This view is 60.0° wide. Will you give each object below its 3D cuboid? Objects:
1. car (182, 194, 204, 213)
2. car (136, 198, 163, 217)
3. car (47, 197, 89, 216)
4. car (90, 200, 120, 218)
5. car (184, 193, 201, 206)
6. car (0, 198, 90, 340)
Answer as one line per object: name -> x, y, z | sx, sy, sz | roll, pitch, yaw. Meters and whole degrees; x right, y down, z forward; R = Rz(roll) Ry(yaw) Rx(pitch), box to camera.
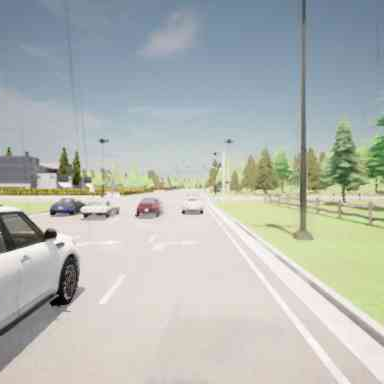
car -> 0.068, 1.135, 30.325 | 1.812, 1.442, 4.674 | 0, 1, 0
car -> -3.396, 1.176, 27.137 | 1.812, 1.442, 4.674 | 0, 1, 0
car -> -10.397, 1.199, 28.294 | 1.994, 1.385, 4.181 | 0, 1, 0
car -> -6.897, 1.269, 25.668 | 1.895, 1.301, 4.718 | 0, 1, 0
car -> 0.087, 0.943, 42.775 | 2.128, 1.511, 4.902 | 0, 1, 0
car -> -3.399, 1.159, 4.623 | 2.150, 2.045, 5.566 | 0, 1, 0
